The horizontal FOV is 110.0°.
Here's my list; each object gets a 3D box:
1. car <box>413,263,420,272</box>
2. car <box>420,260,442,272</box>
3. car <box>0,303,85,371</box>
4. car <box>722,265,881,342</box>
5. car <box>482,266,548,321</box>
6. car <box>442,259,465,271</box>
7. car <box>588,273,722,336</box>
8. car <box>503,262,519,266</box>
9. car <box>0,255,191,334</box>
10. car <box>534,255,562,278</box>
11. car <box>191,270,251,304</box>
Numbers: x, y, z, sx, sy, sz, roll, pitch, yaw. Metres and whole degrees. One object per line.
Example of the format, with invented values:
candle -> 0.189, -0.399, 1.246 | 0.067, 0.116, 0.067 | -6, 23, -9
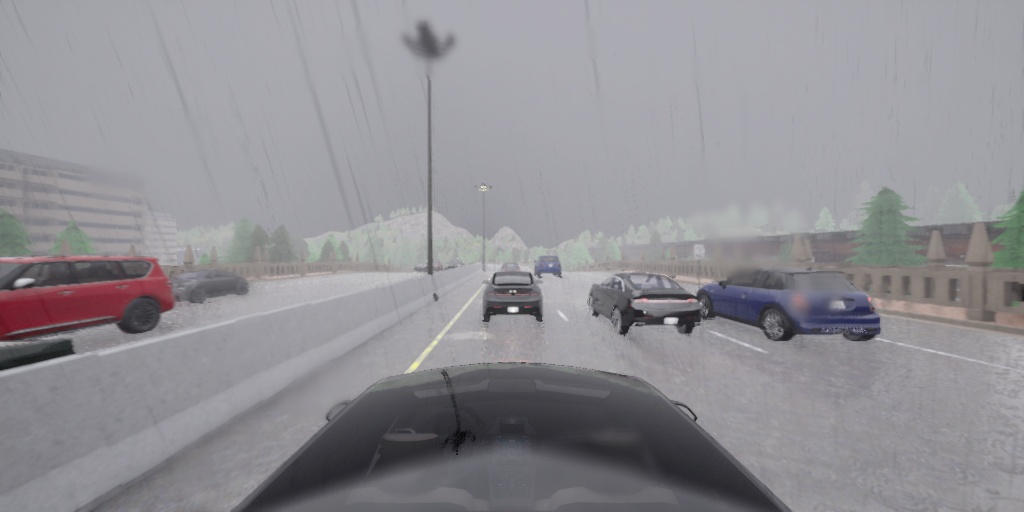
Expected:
car -> -14.459, 1.891, 57.701 | 1.882, 1.535, 5.008 | 0, -4, 0
car -> -10.926, 1.336, 50.040 | 2.097, 1.767, 4.553 | 0, -2, 0
car -> -7.108, 1.366, 2.784 | 1.895, 1.301, 4.718 | 0, 0, 0
car -> 7.025, 1.085, 9.859 | 2.097, 1.767, 4.553 | 0, 0, 0
car -> 0.020, 1.253, 12.475 | 1.837, 1.490, 4.892 | 0, 0, 0
car -> -7.405, 1.224, 47.103 | 2.097, 1.767, 4.553 | 0, -2, 0
car -> 3.529, 1.232, 10.400 | 2.128, 1.511, 4.902 | 0, 0, 0
car -> -0.126, 1.292, 33.454 | 2.033, 1.411, 5.357 | 0, 0, 0
car -> -10.634, 0.994, 7.822 | 2.150, 2.045, 5.566 | 0, 0, 0
car -> 3.368, 0.958, 34.157 | 2.150, 2.045, 5.566 | 0, 0, 0
car -> -14.197, 1.343, 16.392 | 1.994, 1.385, 4.181 | 0, 0, 0
